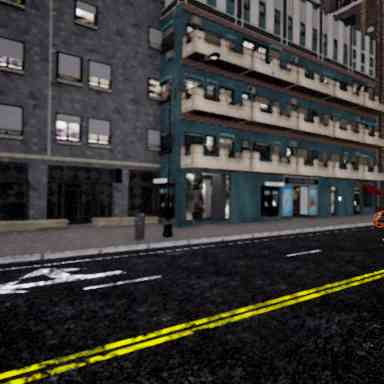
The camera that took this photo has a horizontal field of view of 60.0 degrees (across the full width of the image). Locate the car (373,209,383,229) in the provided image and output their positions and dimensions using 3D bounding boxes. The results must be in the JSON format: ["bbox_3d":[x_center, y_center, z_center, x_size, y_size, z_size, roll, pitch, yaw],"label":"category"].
[{"bbox_3d":[13.633,1.488,21.382,4.553,1.767,2.097,0,0,-35],"label":"car"}]
